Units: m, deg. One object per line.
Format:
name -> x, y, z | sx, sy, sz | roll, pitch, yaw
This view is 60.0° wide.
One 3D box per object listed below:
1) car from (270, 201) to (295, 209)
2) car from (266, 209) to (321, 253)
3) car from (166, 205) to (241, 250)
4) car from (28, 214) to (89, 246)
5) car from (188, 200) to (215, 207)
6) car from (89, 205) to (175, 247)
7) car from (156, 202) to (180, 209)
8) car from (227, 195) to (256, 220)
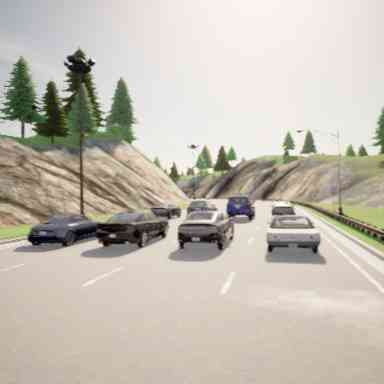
car -> 7.777, 1.515, 28.572 | 2.128, 1.511, 4.902 | -1, 0, 14
car -> 4.088, 1.606, 13.831 | 1.895, 1.301, 4.718 | -1, 0, 14
car -> 0.741, 1.565, 14.872 | 2.128, 1.511, 4.902 | -1, 0, 14
car -> -6.051, 1.772, 16.557 | 1.994, 1.385, 4.181 | -1, 0, 14
car -> 0.931, 1.507, 30.059 | 2.097, 1.767, 4.553 | -1, -1, 14
car -> -2.609, 1.618, 15.893 | 1.882, 1.535, 5.008 | -1, 0, 14
car -> -2.407, 1.717, 31.121 | 2.128, 1.511, 4.902 | -1, 0, 14
car -> 4.306, 1.306, 29.150 | 2.150, 2.045, 5.566 | -1, 0, 14
